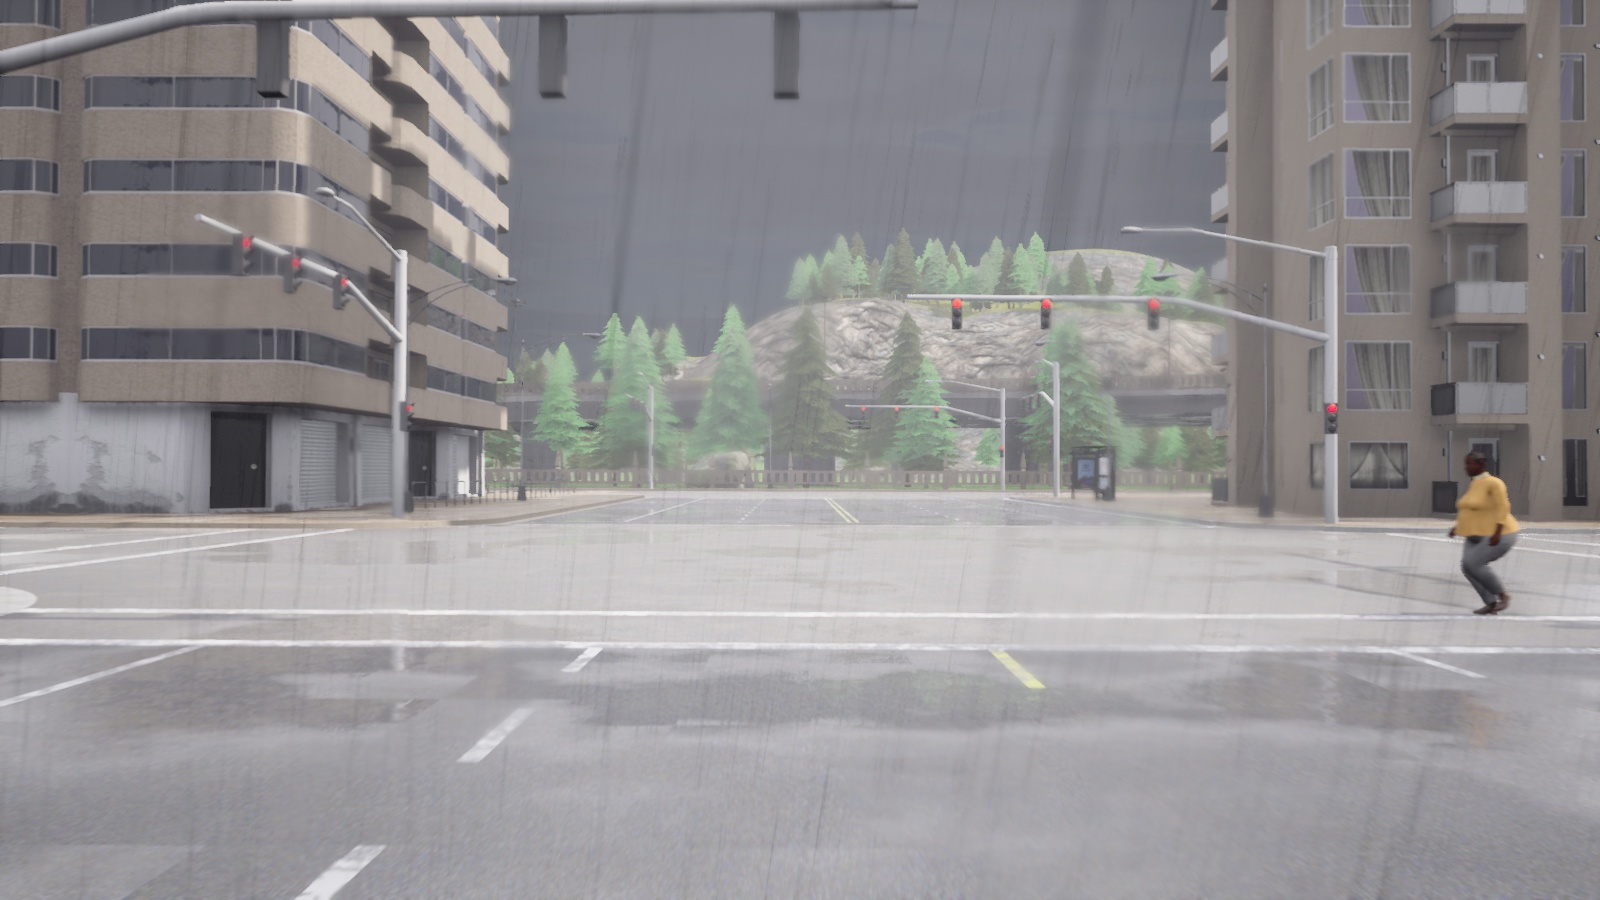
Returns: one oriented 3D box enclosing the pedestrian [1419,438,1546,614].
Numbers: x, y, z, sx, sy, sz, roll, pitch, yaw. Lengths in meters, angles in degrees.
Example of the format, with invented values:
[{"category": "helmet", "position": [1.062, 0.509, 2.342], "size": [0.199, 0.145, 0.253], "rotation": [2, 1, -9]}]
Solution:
[{"category": "pedestrian", "position": [7.413, 0.811, 13.683], "size": [0.900, 1.855, 0.874], "rotation": [0, -1, 2]}]
